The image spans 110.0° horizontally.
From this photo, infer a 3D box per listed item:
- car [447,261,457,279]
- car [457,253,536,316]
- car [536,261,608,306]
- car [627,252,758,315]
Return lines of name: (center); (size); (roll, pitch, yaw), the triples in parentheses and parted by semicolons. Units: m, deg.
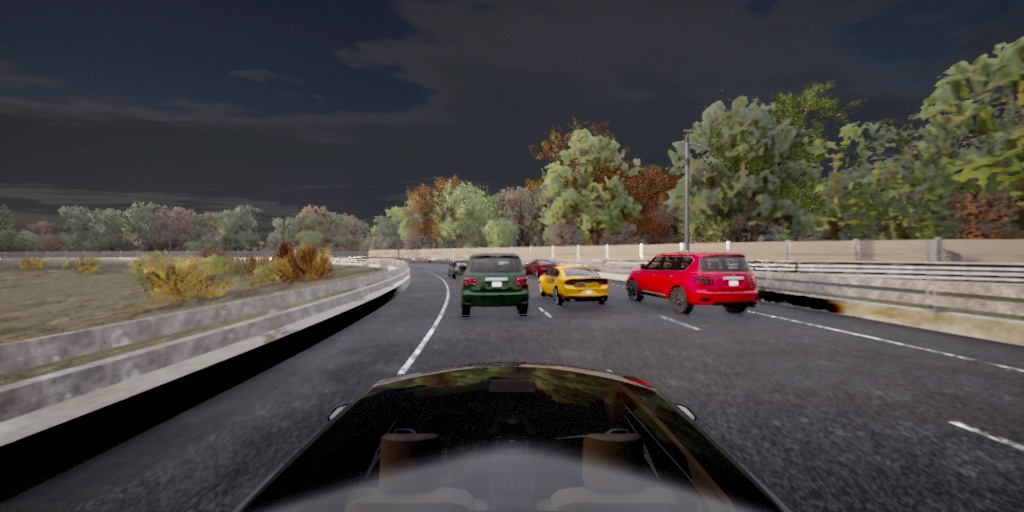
car: (-4.305, 1.125, 30.353); (1.812, 1.442, 4.674); (0, 0, -16)
car: (-0.751, 0.908, 13.210); (2.150, 2.045, 5.566); (0, 0, -7)
car: (2.449, 1.141, 15.396); (1.882, 1.535, 5.008); (0, 0, -8)
car: (6.273, 0.885, 13.274); (2.150, 2.045, 5.566); (0, 0, -6)
